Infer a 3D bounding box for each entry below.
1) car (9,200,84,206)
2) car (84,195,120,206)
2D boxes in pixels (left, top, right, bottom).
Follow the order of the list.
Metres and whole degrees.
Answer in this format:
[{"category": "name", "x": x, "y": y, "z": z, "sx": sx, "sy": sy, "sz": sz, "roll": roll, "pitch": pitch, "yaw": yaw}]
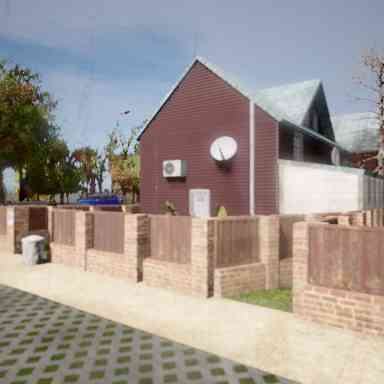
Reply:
[{"category": "car", "x": -9.593, "y": 1.389, "z": 21.164, "sx": 2.097, "sy": 1.767, "sz": 4.553, "roll": 0, "pitch": 0, "yaw": 35}, {"category": "car", "x": -10.538, "y": 1.308, "z": 36.899, "sx": 2.150, "sy": 2.045, "sz": 5.566, "roll": 0, "pitch": 0, "yaw": 36}]
